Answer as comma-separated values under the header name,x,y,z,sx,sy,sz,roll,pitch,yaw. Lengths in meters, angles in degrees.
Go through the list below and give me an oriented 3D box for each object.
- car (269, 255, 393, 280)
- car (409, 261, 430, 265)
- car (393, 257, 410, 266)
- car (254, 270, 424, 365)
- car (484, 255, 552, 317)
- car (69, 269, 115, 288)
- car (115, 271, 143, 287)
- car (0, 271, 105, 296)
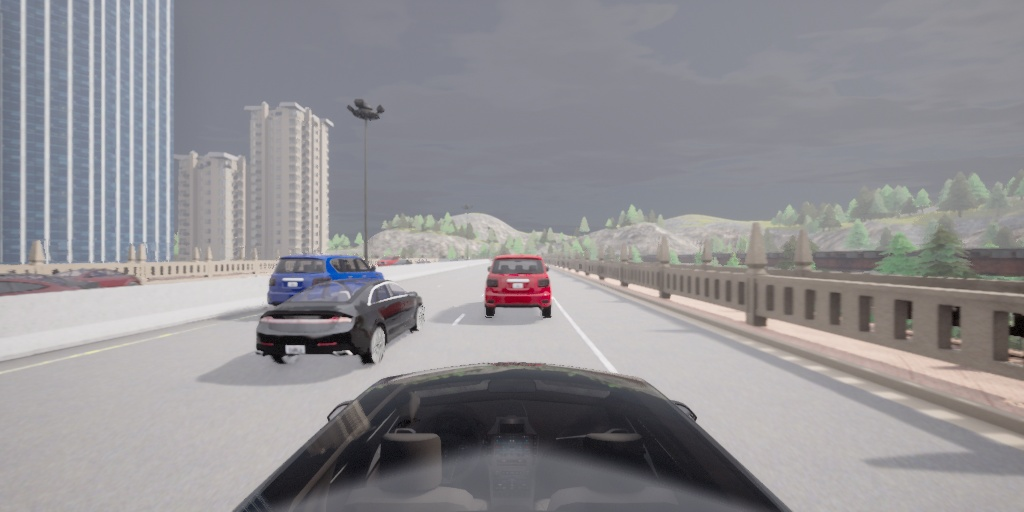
name,x,y,z,sx,sy,sz,roll,pitch,yaw
car,-6.756,0.979,13.819,2.150,2.045,5.566,0,0,1
car,-12.881,1.347,51.941,1.994,1.385,4.181,0,0,2
car,-16.333,1.287,53.566,1.837,1.490,4.892,0,0,2
car,-3.348,1.245,8.010,2.128,1.511,4.902,0,0,1
car,0.235,0.979,13.331,2.150,2.045,5.566,0,0,1
car,-17.497,1.302,12.103,2.033,1.411,5.357,0,0,1
car,-20.878,1.322,17.487,1.994,1.385,4.181,0,0,1
car,-14.034,1.279,9.127,1.812,1.442,4.674,0,0,1
